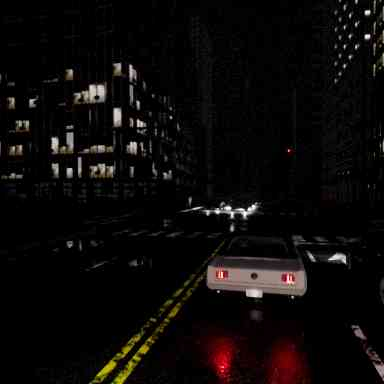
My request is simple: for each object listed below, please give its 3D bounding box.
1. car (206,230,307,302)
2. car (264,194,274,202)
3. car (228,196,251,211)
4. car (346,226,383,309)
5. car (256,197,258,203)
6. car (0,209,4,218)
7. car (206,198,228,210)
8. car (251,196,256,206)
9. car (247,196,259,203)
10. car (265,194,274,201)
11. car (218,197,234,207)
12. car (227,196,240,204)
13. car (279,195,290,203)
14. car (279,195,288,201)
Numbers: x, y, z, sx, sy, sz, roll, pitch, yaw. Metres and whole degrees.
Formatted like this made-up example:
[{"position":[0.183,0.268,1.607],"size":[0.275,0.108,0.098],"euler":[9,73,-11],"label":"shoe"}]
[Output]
[{"position":[1.702,1.597,8.344],"size":[1.895,1.301,4.718],"euler":[0,0,14],"label":"car"},{"position":[16.417,1.527,70.821],"size":[1.895,1.301,4.718],"euler":[0,0,13],"label":"car"},{"position":[5.893,1.502,40.732],"size":[1.812,1.442,4.674],"euler":[0,0,13],"label":"car"},{"position":[4.831,1.501,7.441],"size":[1.837,1.490,4.892],"euler":[0,0,13],"label":"car"},{"position":[10.351,1.556,59.539],"size":[1.895,1.301,4.718],"euler":[0,0,14],"label":"car"},{"position":[-17.326,1.434,26.672],"size":[4.313,1.339,1.947],"euler":[1,1,14],"label":"car"},{"position":[3.124,1.522,43.174],"size":[2.033,1.411,5.357],"euler":[0,0,13],"label":"car"},{"position":[8.013,1.458,49.733],"size":[2.128,1.511,4.902],"euler":[0,0,13],"label":"car"},{"position":[12.821,1.483,69.733],"size":[2.033,1.411,5.357],"euler":[0,0,13],"label":"car"},{"position":[18.702,1.283,80.526],"size":[2.128,1.511,4.902],"euler":[0,0,13],"label":"car"},{"position":[5.454,1.565,53.040],"size":[1.895,1.301,4.718],"euler":[0,0,13],"label":"car"},{"position":[7.885,1.457,63.169],"size":[1.837,1.490,4.892],"euler":[0,0,14],"label":"car"},{"position":[19.479,1.471,69.640],"size":[2.033,1.411,5.357],"euler":[0,0,13],"label":"car"},{"position":[21.873,1.352,79.809],"size":[1.895,1.301,4.718],"euler":[0,0,13],"label":"car"}]
